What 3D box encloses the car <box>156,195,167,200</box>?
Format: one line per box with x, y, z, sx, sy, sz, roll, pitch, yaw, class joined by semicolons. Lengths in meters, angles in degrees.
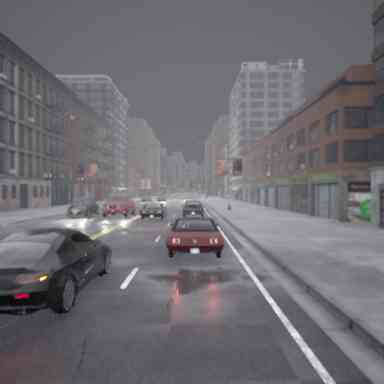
-6.490;1.444;70.896;1.837;1.490;4.892;0;0;0;car

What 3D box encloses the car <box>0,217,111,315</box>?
-3.160;1.525;7.427;1.812;1.442;4.674;0;0;0;car

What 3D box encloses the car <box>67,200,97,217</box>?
-9.842;1.486;30.455;2.128;1.511;4.902;0;0;0;car

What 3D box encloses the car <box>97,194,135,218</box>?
-6.593;1.216;30.420;2.150;2.045;5.566;0;0;0;car

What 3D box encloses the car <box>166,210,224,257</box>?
0.099;1.597;12.898;1.895;1.301;4.718;0;0;0;car

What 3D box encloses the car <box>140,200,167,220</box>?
-3.148;1.595;28.296;1.895;1.301;4.718;0;0;0;car

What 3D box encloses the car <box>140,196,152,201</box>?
-9.740;1.497;70.897;1.994;1.385;4.181;0;0;0;car

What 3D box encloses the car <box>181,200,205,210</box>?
0.101;1.499;29.941;1.837;1.490;4.892;0;0;0;car
